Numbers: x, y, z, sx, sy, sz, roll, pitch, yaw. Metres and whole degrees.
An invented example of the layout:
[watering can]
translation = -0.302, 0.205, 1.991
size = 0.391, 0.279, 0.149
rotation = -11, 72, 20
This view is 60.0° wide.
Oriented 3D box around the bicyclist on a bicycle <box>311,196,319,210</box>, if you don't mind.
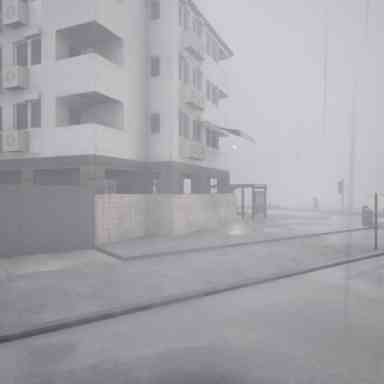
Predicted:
[bicyclist on a bicycle]
translation = 14.628, 1.345, 39.528
size = 1.656, 1.620, 0.582
rotation = 0, 0, -35
